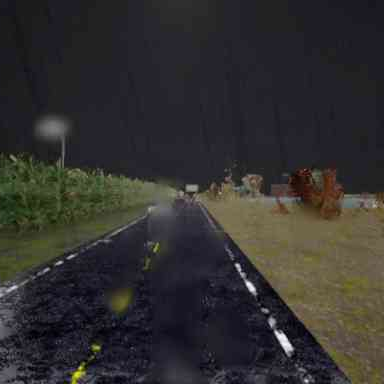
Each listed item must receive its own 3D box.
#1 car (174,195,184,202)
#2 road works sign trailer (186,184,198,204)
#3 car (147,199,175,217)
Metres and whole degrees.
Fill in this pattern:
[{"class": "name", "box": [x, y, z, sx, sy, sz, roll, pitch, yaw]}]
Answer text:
[{"class": "car", "box": [-2.744, 1.332, 70.299, 1.882, 1.535, 5.008, 0, 0, 0]}, {"class": "road works sign trailer", "box": [0.005, 0.351, 61.523, 2.380, 3.560, 2.880, 0, 0, 0]}, {"class": "car", "box": [-2.846, 1.523, 29.818, 1.895, 1.301, 4.718, 0, 0, 0]}]
